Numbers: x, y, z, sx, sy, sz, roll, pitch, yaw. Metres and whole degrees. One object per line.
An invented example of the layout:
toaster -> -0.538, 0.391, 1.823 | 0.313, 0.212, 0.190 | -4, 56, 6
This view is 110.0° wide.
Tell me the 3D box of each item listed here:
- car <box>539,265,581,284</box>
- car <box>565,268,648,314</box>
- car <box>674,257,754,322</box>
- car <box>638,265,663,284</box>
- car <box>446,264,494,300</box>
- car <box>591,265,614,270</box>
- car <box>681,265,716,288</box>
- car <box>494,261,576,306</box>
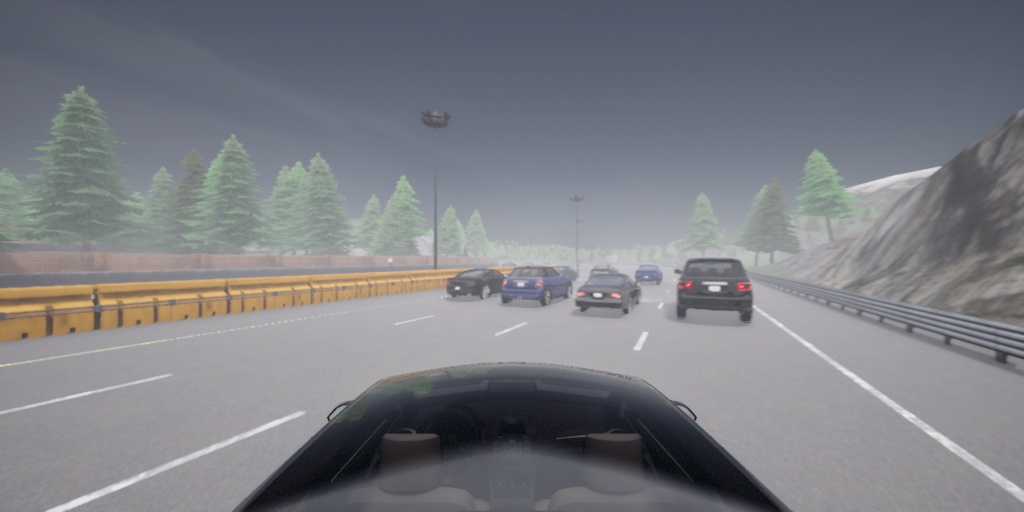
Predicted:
car -> 4.285, 1.551, 31.128 | 2.033, 1.411, 5.357 | 0, -1, 26
car -> 4.048, 1.407, 14.578 | 2.033, 1.411, 5.357 | 0, -1, 26
car -> 7.225, 1.068, 13.110 | 2.150, 2.045, 5.566 | 0, 0, 26
car -> 11.328, 1.461, 29.635 | 1.882, 1.535, 5.008 | 0, 0, 26
car -> -1.479, 1.381, 19.180 | 1.882, 1.535, 5.008 | 0, 0, 26
car -> 7.862, 1.487, 30.497 | 2.128, 1.511, 4.902 | 0, 0, 26
car -> 14.159, 1.455, 27.441 | 2.128, 1.511, 4.902 | 0, 0, 26
car -> 1.306, 1.233, 16.921 | 2.097, 1.767, 4.553 | 0, -1, 26
